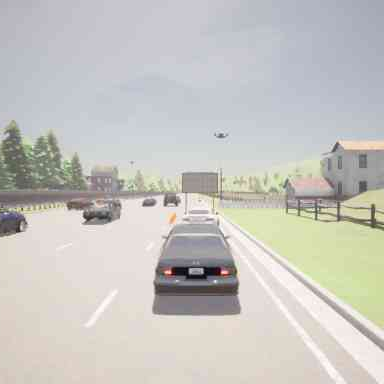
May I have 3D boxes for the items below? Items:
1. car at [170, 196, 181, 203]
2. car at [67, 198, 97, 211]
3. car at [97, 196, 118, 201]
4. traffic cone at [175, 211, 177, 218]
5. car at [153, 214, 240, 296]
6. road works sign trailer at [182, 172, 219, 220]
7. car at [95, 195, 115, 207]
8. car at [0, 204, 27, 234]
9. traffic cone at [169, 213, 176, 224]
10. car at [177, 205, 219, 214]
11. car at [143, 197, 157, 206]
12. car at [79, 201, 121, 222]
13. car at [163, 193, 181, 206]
[{"bbox_3d":[-3.329,1.564,68.557,1.994,1.385,4.181,0,0,0],"label":"car"},{"bbox_3d":[-13.857,1.478,41.338,1.882,1.535,5.008,0,0,0],"label":"car"},{"bbox_3d":[-10.356,1.492,42.666,2.128,1.511,4.902,0,0,0],"label":"car"},{"bbox_3d":[-1.461,1.955,25.162,0.340,0.580,0.340,0,0,0],"label":"traffic cone"},{"bbox_3d":[0.107,1.547,8.806,2.033,1.411,5.357,0,0,1],"label":"car"},{"bbox_3d":[0.509,0.464,22.061,2.380,3.560,2.880,0,0,-3],"label":"road works sign trailer"},{"bbox_3d":[-13.846,1.352,53.113,2.097,1.767,4.553,0,0,0],"label":"car"},{"bbox_3d":[-10.383,1.353,16.934,2.097,1.767,4.553,0,0,0],"label":"car"},{"bbox_3d":[-1.463,1.955,23.162,0.340,0.580,0.340,0,0,0],"label":"traffic cone"},{"bbox_3d":[0.493,1.539,18.446,1.812,1.442,4.674,0,-1,6],"label":"car"},{"bbox_3d":[-6.844,1.564,54.399,1.994,1.385,4.181,0,0,0],"label":"car"},{"bbox_3d":[-6.872,1.601,25.996,1.895,1.301,4.718,0,0,0],"label":"car"},{"bbox_3d":[-3.345,1.221,53.342,2.150,2.045,5.566,0,0,0],"label":"car"}]
